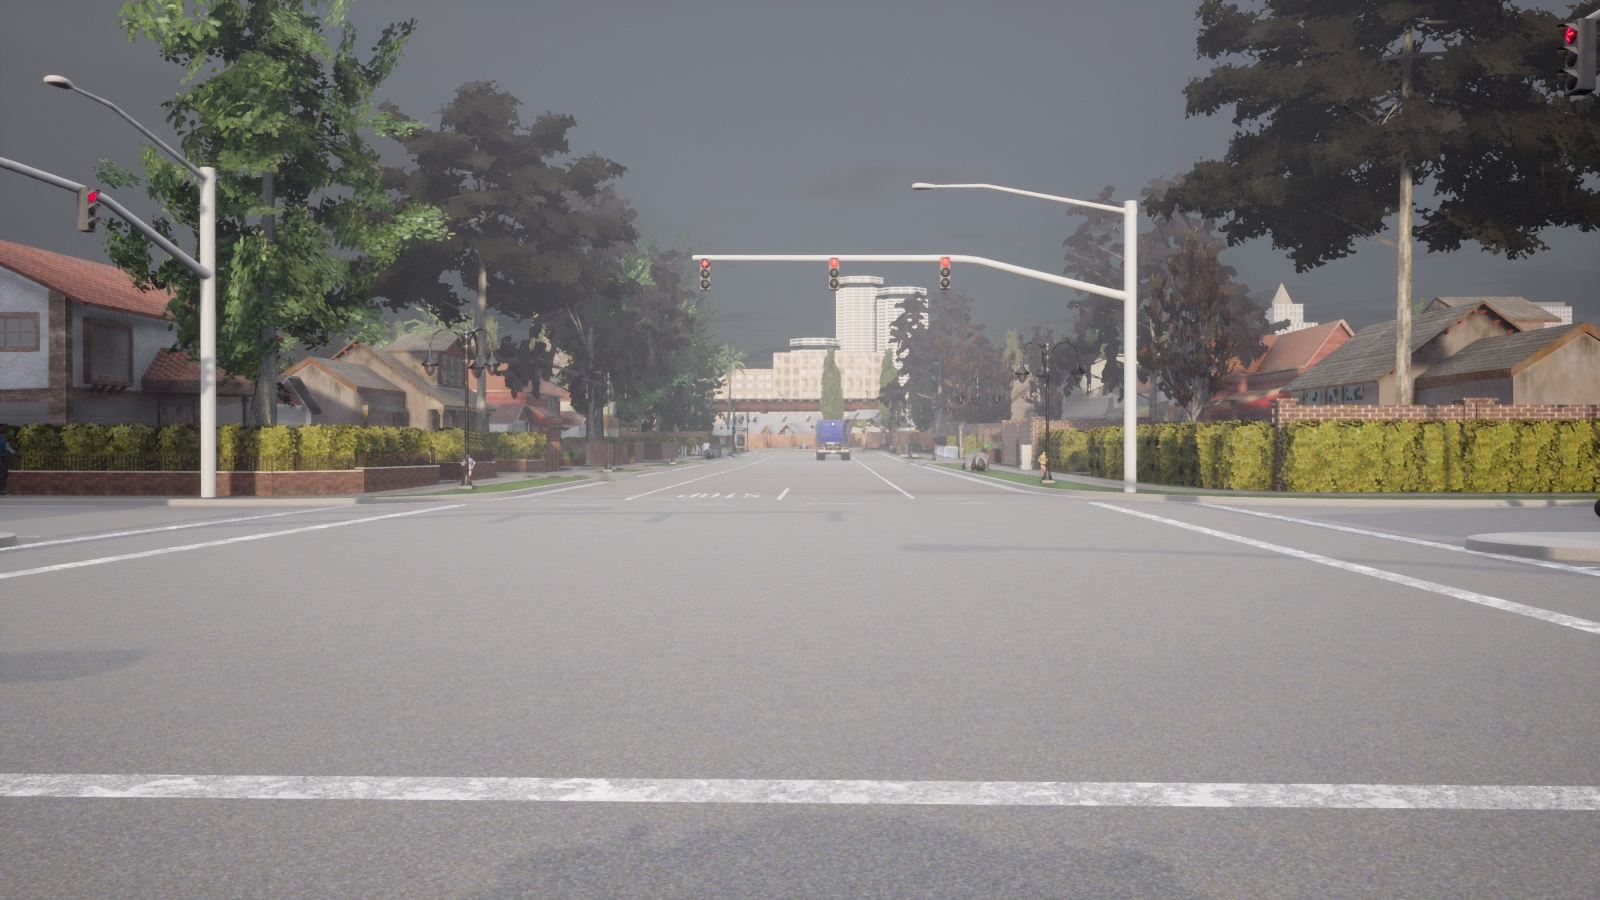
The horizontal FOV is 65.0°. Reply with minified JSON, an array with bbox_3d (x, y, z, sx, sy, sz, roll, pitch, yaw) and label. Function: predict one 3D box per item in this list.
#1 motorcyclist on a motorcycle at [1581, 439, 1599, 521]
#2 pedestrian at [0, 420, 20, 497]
[{"bbox_3d":[16.364,0.575,24.398,1.817,1.590,0.866,0,0,1],"label":"motorcyclist on a motorcycle"},{"bbox_3d":[-19.948,0.208,31.368,0.692,1.930,0.396,0,0,3],"label":"pedestrian"}]
